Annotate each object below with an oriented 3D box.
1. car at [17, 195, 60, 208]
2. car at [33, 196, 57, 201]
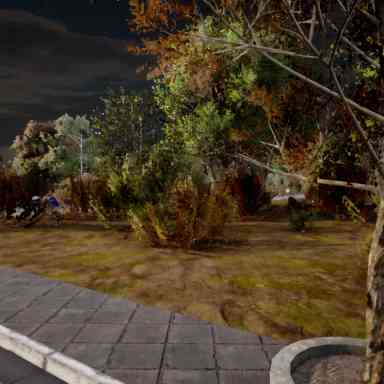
[{"bbox_3d":[-20.160,1.219,43.888,1.882,1.535,5.008,0,0,32],"label":"car"},{"bbox_3d":[-17.642,1.244,41.315,1.882,1.535,5.008,0,0,32],"label":"car"}]
